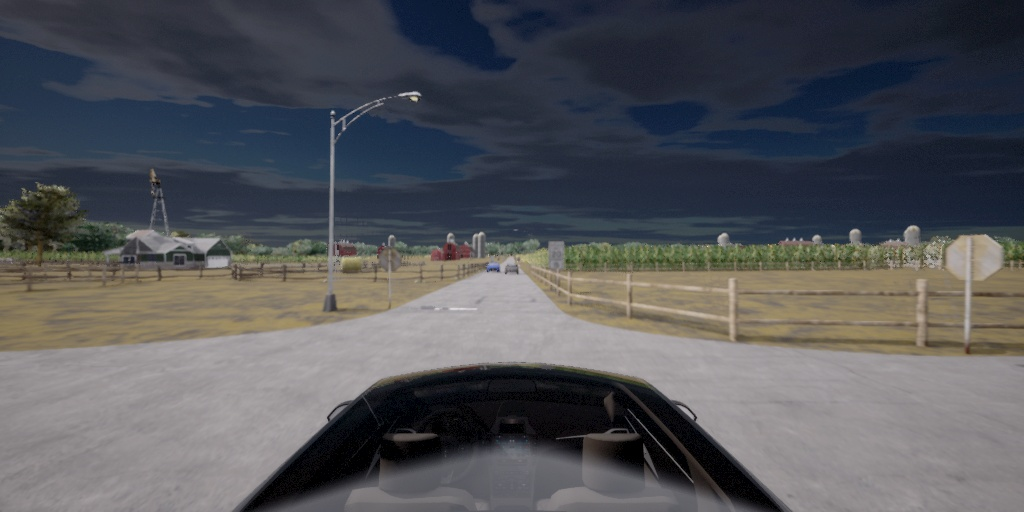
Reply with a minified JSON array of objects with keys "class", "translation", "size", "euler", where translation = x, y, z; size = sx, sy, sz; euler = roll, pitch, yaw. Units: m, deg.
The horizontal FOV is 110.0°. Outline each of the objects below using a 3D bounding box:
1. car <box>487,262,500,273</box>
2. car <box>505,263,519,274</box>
[{"class":"car","translation":[-2.762,1.695,54.244],"size":[1.882,1.535,5.008],"euler":[0,-1,0]},{"class":"car","translation":[-0.010,1.662,48.414],"size":[2.128,1.511,4.902],"euler":[0,-1,0]}]
